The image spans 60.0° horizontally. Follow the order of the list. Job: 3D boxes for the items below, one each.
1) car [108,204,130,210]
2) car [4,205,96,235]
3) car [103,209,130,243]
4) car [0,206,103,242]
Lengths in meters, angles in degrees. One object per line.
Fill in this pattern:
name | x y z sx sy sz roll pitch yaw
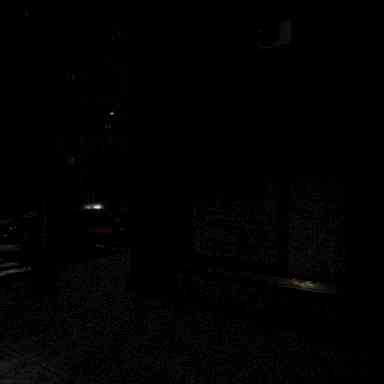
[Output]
car | -4.975 1.584 24.270 2.008 1.369 4.403 0 0 36
car | -8.224 1.554 19.729 1.752 1.417 4.829 0 0 36
car | -1.604 1.561 15.190 1.947 1.339 4.313 0 0 36
car | -7.279 1.494 16.786 1.882 1.535 5.008 0 0 37
